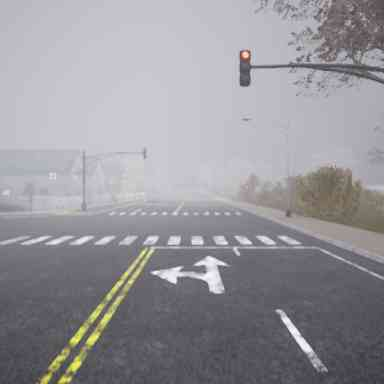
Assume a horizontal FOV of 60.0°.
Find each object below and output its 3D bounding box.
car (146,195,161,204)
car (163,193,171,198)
[{"bbox_3d":[-6.474,1.244,55.686,1.812,1.442,4.674,0,1,0],"label":"car"},{"bbox_3d":[-6.463,0.869,86.389,2.033,1.411,5.357,0,0,0],"label":"car"}]
